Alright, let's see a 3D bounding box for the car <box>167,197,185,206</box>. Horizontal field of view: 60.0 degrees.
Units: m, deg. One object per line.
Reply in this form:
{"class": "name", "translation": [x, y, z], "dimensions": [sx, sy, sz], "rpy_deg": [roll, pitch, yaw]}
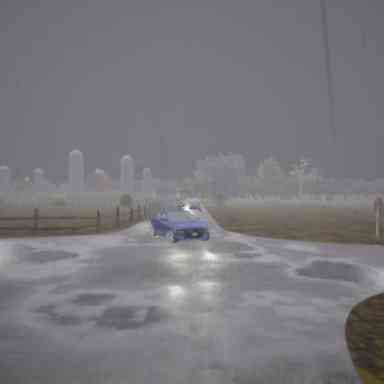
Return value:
{"class": "car", "translation": [-2.521, 1.765, 45.792], "dimensions": [2.150, 2.045, 5.566], "rpy_deg": [0, 0, 1]}

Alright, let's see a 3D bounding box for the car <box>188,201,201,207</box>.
{"class": "car", "translation": [0.445, 2.153, 51.397], "dimensions": [2.033, 1.411, 5.357], "rpy_deg": [0, -1, 0]}

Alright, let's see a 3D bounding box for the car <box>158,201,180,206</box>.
{"class": "car", "translation": [-2.622, 1.895, 32.671], "dimensions": [2.128, 1.511, 4.902], "rpy_deg": [0, -1, 0]}

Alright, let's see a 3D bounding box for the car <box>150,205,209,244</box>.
{"class": "car", "translation": [-0.827, 1.708, 17.627], "dimensions": [1.882, 1.535, 5.008], "rpy_deg": [-1, 0, -23]}

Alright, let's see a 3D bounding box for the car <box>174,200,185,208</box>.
{"class": "car", "translation": [-2.329, 2.308, 63.208], "dimensions": [1.994, 1.385, 4.181], "rpy_deg": [0, -1, 0]}
